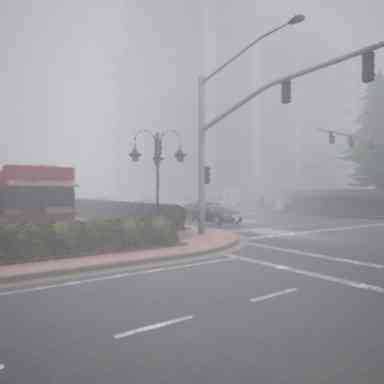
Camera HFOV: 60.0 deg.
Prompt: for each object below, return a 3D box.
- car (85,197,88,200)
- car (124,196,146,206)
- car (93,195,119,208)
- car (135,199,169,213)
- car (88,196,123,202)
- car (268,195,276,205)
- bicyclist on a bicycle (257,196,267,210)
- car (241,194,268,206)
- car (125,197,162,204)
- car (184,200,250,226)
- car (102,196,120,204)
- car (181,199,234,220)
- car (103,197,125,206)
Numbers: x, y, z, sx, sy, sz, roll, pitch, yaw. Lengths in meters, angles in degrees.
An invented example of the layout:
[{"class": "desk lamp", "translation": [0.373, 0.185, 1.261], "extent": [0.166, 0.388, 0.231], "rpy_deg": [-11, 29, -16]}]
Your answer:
[{"class": "car", "translation": [-18.884, 1.463, 63.134], "extent": [1.882, 1.535, 5.008], "rpy_deg": [0, 0, -36]}, {"class": "car", "translation": [-9.860, 1.519, 56.825], "extent": [1.812, 1.442, 4.674], "rpy_deg": [0, 0, -36]}, {"class": "car", "translation": [-12.600, 1.331, 48.385], "extent": [2.097, 1.767, 4.553], "rpy_deg": [0, 0, -36]}, {"class": "car", "translation": [-4.570, 1.505, 37.288], "extent": [1.812, 1.442, 4.674], "rpy_deg": [0, 0, -36]}, {"class": "car", "translation": [-9.954, 1.463, 38.746], "extent": [2.128, 1.511, 4.902], "rpy_deg": [0, 0, -36]}, {"class": "car", "translation": [11.846, 1.196, 54.027], "extent": [1.905, 1.878, 3.866], "rpy_deg": [0, 0, -36]}, {"class": "bicyclist on a bicycle", "translation": [8.383, 1.306, 39.831], "extent": [1.656, 1.620, 0.582], "rpy_deg": [0, 0, -36]}, {"class": "car", "translation": [9.456, 1.190, 52.314], "extent": [1.905, 1.878, 3.866], "rpy_deg": [0, 0, -36]}, {"class": "car", "translation": [-4.169, 1.451, 30.765], "extent": [1.882, 1.535, 5.008], "rpy_deg": [0, 0, -36]}, {"class": "car", "translation": [1.411, 1.465, 23.078], "extent": [2.128, 1.511, 4.902], "rpy_deg": [0, 0, -36]}, {"class": "car", "translation": [-15.885, 1.497, 65.109], "extent": [1.837, 1.490, 4.892], "rpy_deg": [0, 0, -36]}, {"class": "car", "translation": [1.244, 1.458, 29.265], "extent": [1.882, 1.535, 5.008], "rpy_deg": [0, 0, -36]}, {"class": "car", "translation": [-12.942, 1.550, 55.034], "extent": [1.994, 1.385, 4.181], "rpy_deg": [0, 0, -35]}]
